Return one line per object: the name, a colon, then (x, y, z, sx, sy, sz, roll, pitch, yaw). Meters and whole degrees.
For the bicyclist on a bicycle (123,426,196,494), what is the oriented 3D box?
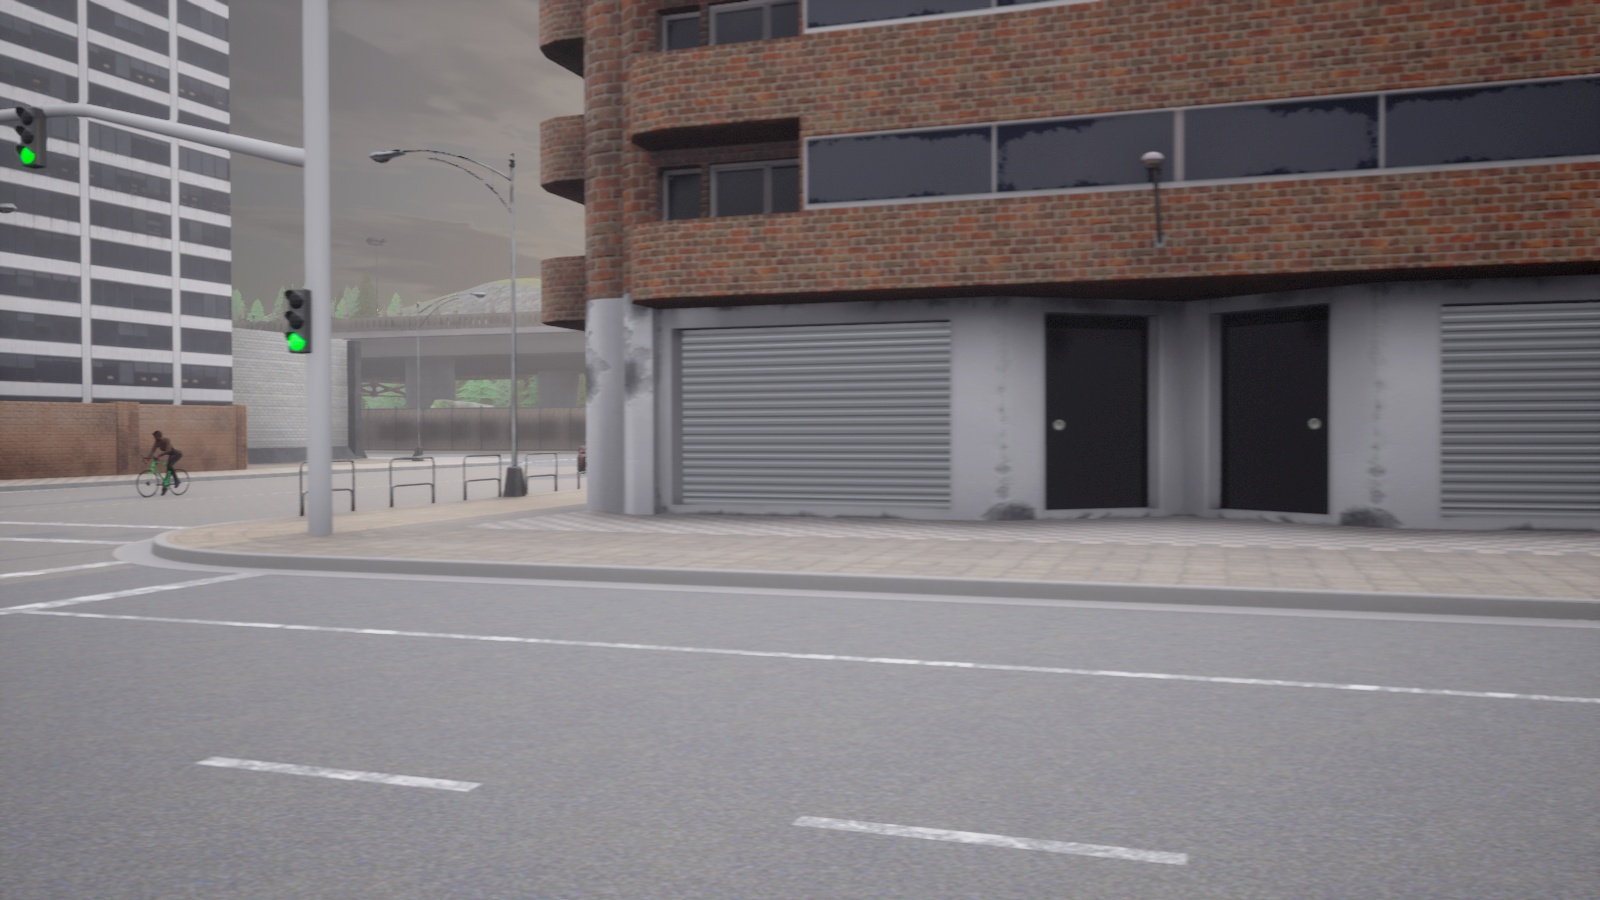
bicyclist on a bicycle: (-15.718, 0.226, 30.868, 0.582, 1.620, 1.656, 1, 1, 18)

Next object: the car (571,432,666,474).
car: (-6.722, 0.063, 46.924, 1.816, 1.474, 4.193, 1, 1, 18)
